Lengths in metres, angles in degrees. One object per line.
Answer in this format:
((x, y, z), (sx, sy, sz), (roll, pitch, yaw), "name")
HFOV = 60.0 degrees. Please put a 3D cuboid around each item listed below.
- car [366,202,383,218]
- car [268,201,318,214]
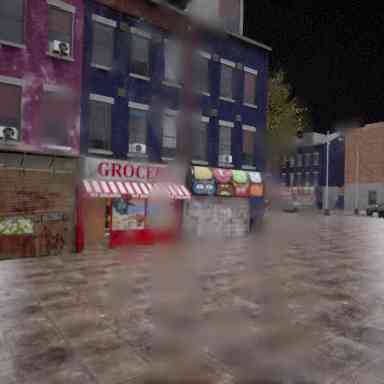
((16.674, 1.534, 26.798), (1.837, 1.490, 4.892), (2, -2, -34), "car")
((10.596, 1.657, 35.446), (2.033, 1.411, 5.357), (2, -2, -35), "car")
